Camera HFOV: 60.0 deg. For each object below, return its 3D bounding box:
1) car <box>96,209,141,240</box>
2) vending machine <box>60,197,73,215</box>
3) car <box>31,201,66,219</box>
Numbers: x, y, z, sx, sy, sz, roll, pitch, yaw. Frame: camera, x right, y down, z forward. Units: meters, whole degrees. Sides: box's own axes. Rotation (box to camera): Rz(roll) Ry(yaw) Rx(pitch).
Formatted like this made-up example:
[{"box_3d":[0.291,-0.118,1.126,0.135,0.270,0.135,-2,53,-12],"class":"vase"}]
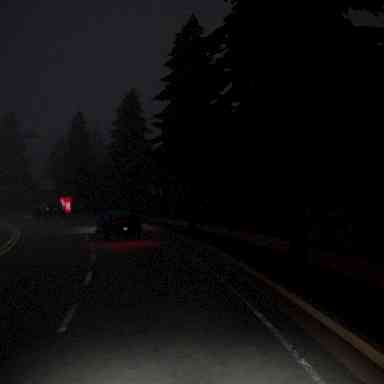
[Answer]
[{"box_3d":[-4.193,1.668,18.560,1.882,1.535,5.008,0,-1,-22],"class":"car"},{"box_3d":[-15.157,1.639,40.120,0.880,2.100,1.100,-1,-1,41],"class":"vending machine"},{"box_3d":[-14.866,1.742,34.282,2.097,1.767,4.553,0,-1,-44],"class":"car"}]
